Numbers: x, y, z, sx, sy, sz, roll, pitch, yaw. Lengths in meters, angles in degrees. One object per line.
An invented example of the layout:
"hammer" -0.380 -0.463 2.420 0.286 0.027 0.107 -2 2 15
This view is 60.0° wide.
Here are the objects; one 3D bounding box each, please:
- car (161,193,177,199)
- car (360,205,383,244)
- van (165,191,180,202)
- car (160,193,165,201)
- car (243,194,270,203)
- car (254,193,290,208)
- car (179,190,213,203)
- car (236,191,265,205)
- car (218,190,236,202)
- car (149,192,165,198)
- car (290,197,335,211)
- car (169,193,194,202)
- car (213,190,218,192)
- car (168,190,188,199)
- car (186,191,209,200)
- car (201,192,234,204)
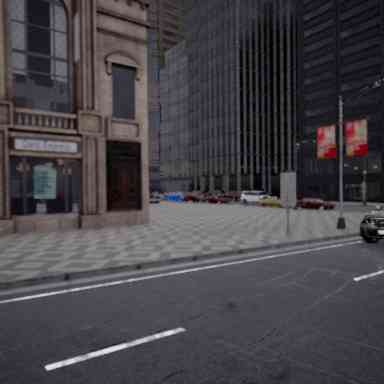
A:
"car" -5.486 0.816 78.583 1.802 1.307 4.206 0 1 -35
"car" 9.533 1.175 14.307 5.566 2.045 2.150 0 0 -35
"van" -2.665 0.866 59.892 1.690 1.788 3.998 0 1 -35
"car" -5.923 1.022 64.479 2.008 1.369 4.403 0 1 -35
"car" 10.801 1.070 55.658 1.947 1.339 4.313 0 1 -35
"car" 10.464 1.251 41.413 1.752 1.417 4.829 0 1 -35
"car" 0.593 0.892 55.306 2.192 1.841 5.009 0 1 -35
"car" 9.390 0.858 47.671 2.150 2.045 5.566 -1 1 -35
"car" 7.544 0.768 60.241 2.192 1.841 5.009 0 1 -35
"car" -8.744 0.722 83.168 1.887 1.381 4.507 0 1 -35
"car" 13.624 1.315 36.967 1.887 1.381 4.507 0 1 -35
"car" -2.051 1.034 63.950 2.033 1.411 5.357 -1 1 -35
"car" 3.849 0.687 60.901 2.150 2.045 5.566 -1 1 -38
"car" -2.968 0.543 70.412 2.097 1.767 4.553 -1 1 -35
"car" 1.029 0.662 69.411 2.192 1.841 5.009 0 1 -35
"car" 3.851 1.173 50.723 1.887 1.381 4.507 0 1 -35
